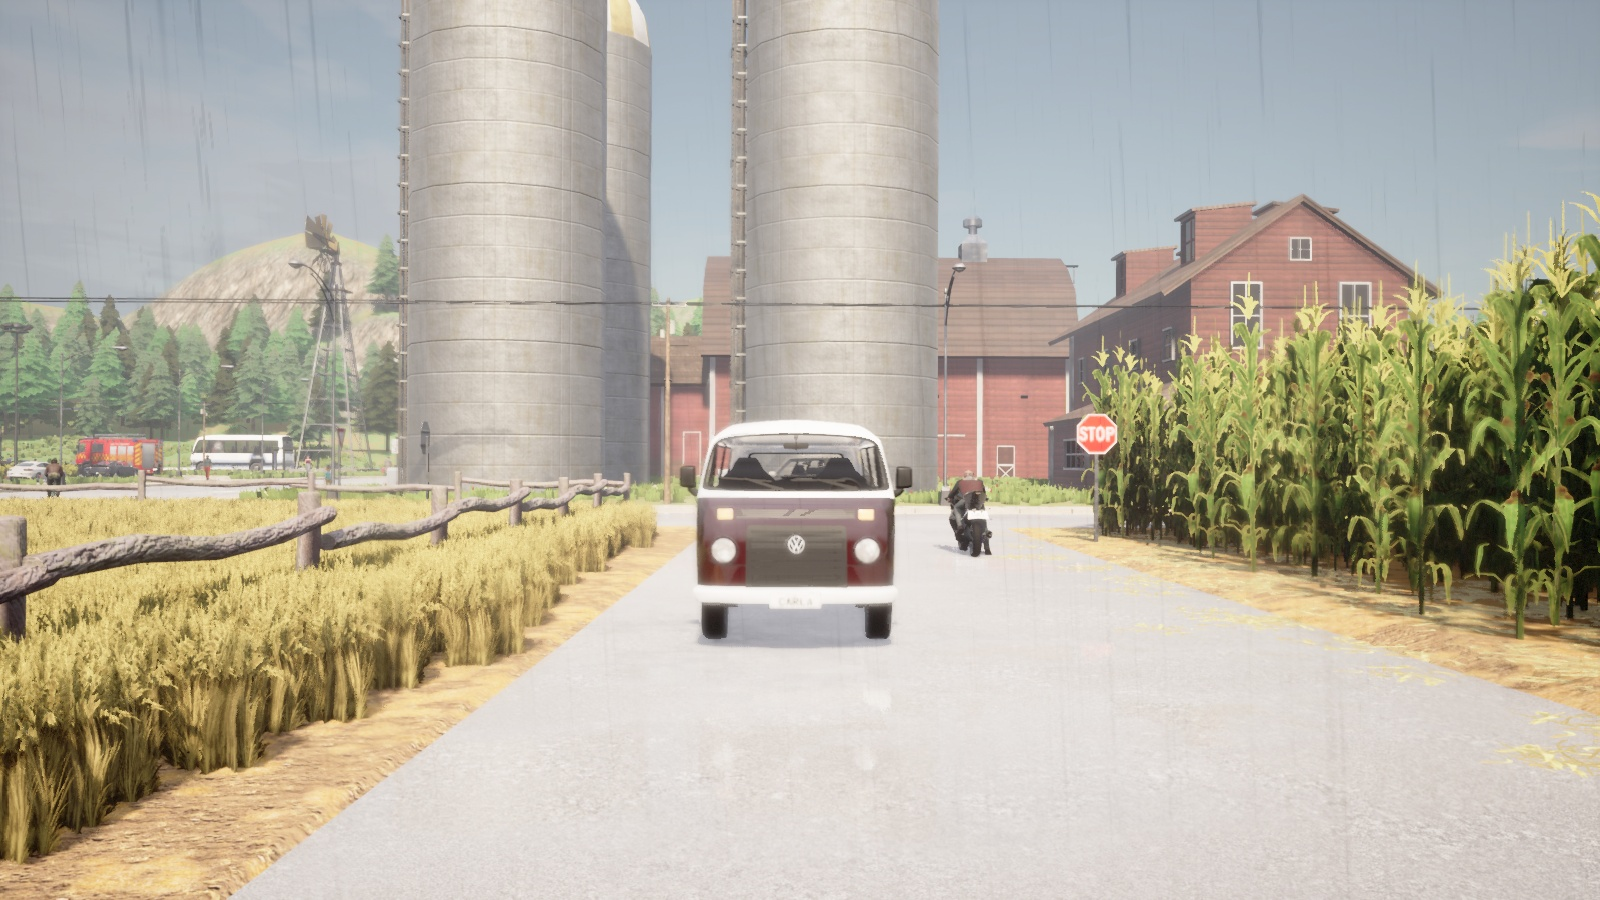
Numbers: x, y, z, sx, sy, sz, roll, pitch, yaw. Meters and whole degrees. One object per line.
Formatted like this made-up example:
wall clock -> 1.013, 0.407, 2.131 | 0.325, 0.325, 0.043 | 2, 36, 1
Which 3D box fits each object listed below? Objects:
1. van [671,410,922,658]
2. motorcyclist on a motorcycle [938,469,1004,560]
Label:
van -> -0.037, 0.715, 12.610 | 2.069, 2.038, 4.480 | 0, -1, 0
motorcyclist on a motorcycle -> 3.036, 1.112, 22.452 | 0.866, 1.530, 2.191 | 0, -1, 0
